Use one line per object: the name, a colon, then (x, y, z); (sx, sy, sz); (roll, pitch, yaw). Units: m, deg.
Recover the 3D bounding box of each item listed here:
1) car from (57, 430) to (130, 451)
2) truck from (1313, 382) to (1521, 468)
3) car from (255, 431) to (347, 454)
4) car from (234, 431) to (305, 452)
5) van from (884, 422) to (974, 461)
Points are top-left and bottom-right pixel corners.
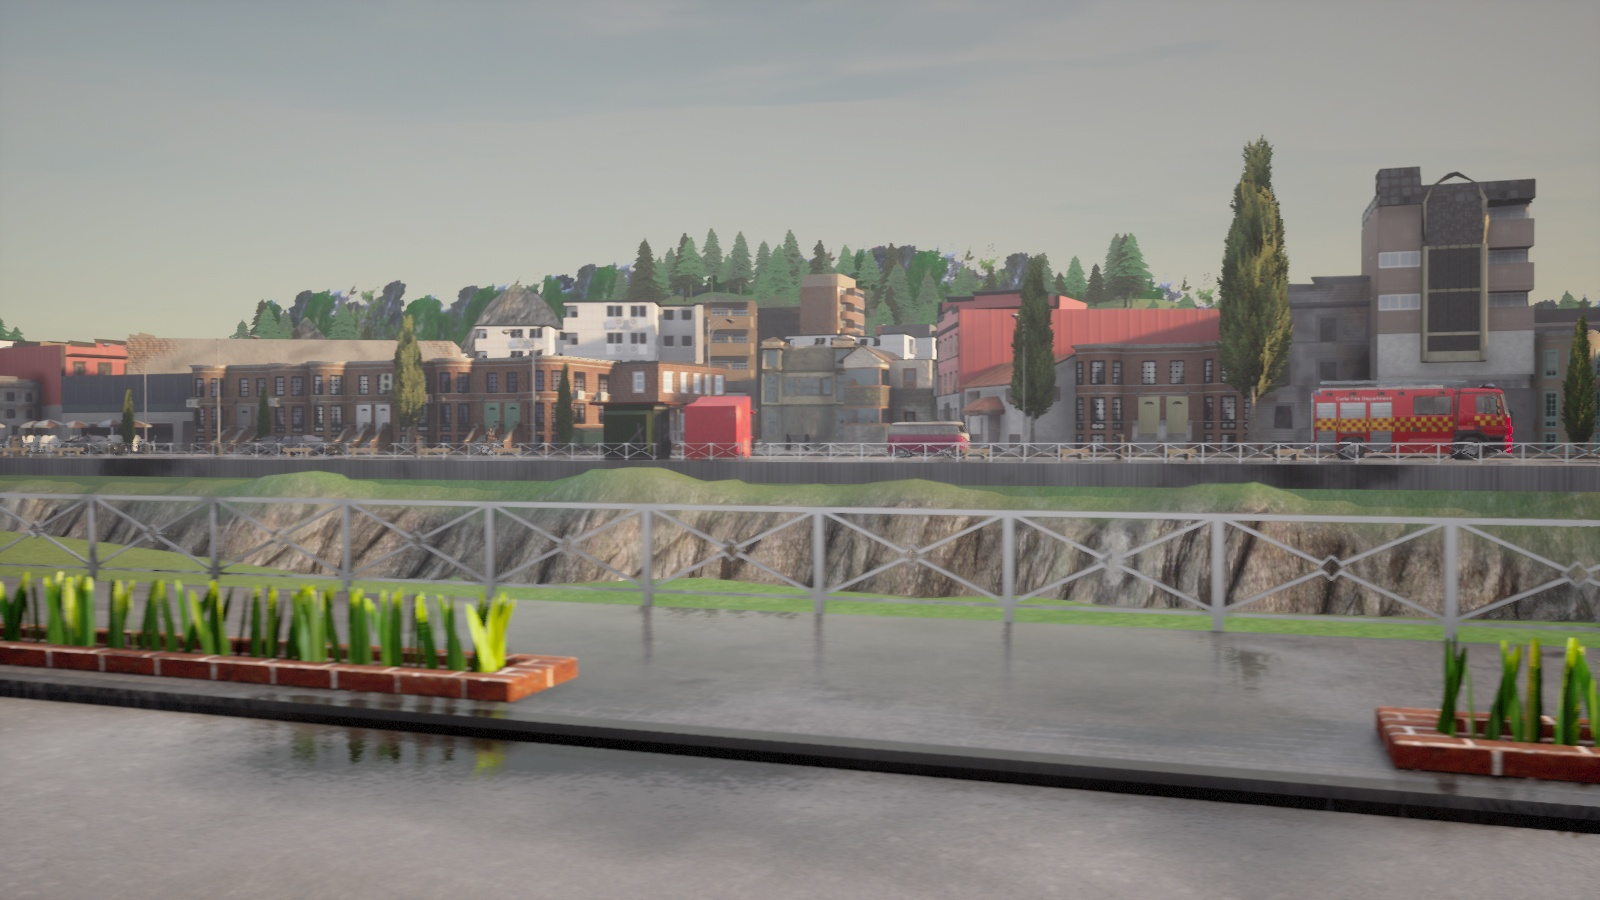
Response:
car: (-47.737, -0.648, 84.866); (4.181, 1.385, 1.994); (1, 1, 19)
truck: (28.822, -1.176, 59.116); (8.468, 3.827, 2.891); (1, 1, 19)
car: (-31.535, -0.516, 79.421); (5.357, 1.411, 2.033); (1, 1, 19)
car: (-35.952, -0.608, 85.125); (4.181, 1.385, 1.994); (1, 1, 19)
van: (6.839, -0.460, 66.519); (4.442, 1.987, 1.775); (1, 1, 19)
